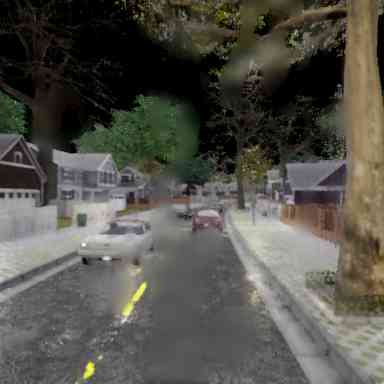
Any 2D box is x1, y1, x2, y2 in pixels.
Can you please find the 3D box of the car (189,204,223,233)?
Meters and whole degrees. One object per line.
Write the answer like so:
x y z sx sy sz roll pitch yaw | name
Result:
1.017 1.749 21.191 1.812 1.442 4.674 0 0 4 | car

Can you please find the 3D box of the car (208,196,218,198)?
4.357 1.868 70.134 2.150 2.045 5.566 0 0 10 | car

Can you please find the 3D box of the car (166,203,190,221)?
-1.142 1.783 30.733 1.882 1.535 5.008 0 -1 6 | car

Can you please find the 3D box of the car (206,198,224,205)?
2.930 1.927 41.653 2.128 1.511 4.902 0 0 7 | car

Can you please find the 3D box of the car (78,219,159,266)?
-2.457 1.709 12.162 1.895 1.301 4.718 0 -1 3 | car
